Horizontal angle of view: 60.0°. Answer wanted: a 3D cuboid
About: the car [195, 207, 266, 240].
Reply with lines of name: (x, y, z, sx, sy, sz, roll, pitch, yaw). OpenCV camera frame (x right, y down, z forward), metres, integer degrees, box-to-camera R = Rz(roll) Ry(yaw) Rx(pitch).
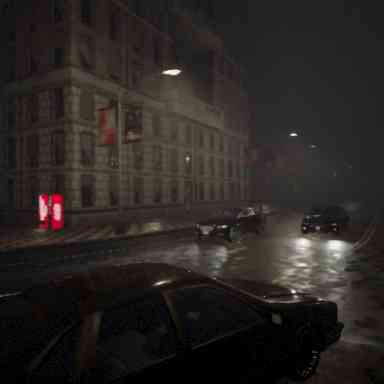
car: (2.042, 1.499, 16.509, 2.128, 1.511, 4.902, 0, 0, 36)

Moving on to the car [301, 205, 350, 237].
car: (7.318, 1.476, 17.980, 1.837, 1.490, 4.892, 0, 0, 33)

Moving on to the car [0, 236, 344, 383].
car: (-0.479, 1.558, 3.586, 5.357, 1.411, 2.033, 0, 0, -39)
